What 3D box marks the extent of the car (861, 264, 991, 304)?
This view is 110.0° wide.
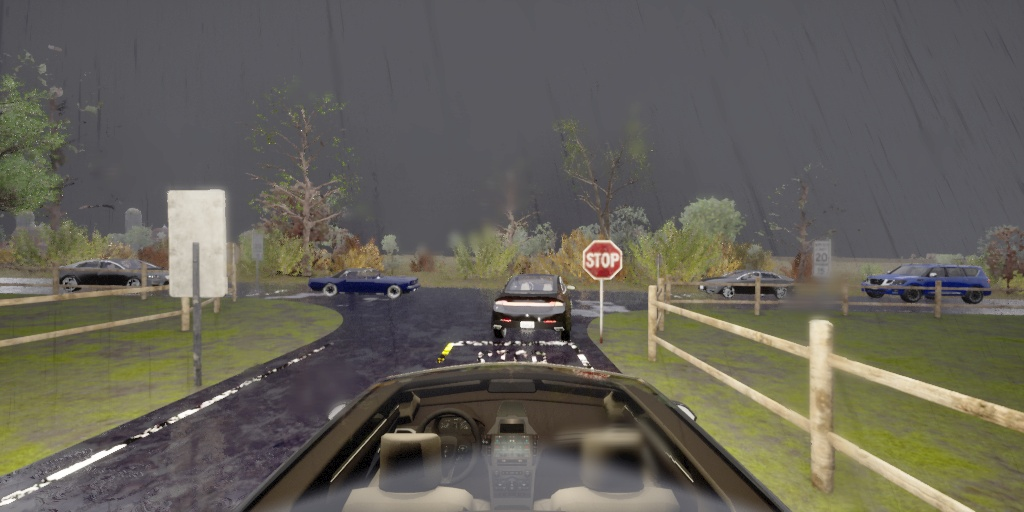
[{"bbox_3d":[22.899,1.466,19.922,5.566,2.045,2.150,1,1,0],"label":"car"}]

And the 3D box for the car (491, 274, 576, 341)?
[{"bbox_3d":[0.706,1.240,9.973,2.128,1.511,4.902,0,0,9],"label":"car"}]

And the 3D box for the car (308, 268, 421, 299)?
[{"bbox_3d":[-6.823,1.249,17.004,4.718,1.301,1.895,1,1,0],"label":"car"}]

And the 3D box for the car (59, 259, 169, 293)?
[{"bbox_3d":[-18.490,0.885,17.020,4.902,1.511,2.128,1,1,0],"label":"car"}]

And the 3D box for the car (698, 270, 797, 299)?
[{"bbox_3d":[13.003,1.525,19.932,4.902,1.511,2.128,1,1,0],"label":"car"}]
